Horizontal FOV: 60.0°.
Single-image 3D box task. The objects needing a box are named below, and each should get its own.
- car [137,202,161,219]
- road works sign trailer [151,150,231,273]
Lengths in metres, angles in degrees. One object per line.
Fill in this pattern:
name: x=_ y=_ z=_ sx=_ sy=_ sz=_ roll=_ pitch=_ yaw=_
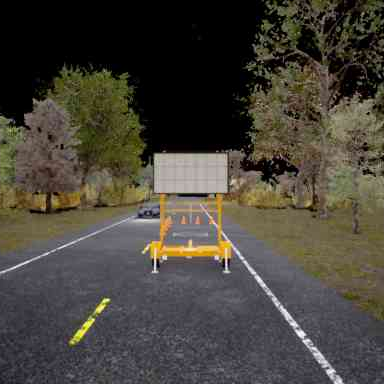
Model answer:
car: x=-3.623 y=1.592 z=29.418 sx=1.994 sy=1.385 sz=4.181 roll=0 pitch=0 yaw=0
road works sign trailer: x=-0.038 y=0.469 z=10.664 sx=2.380 sy=3.560 sz=2.880 roll=0 pitch=0 yaw=0
